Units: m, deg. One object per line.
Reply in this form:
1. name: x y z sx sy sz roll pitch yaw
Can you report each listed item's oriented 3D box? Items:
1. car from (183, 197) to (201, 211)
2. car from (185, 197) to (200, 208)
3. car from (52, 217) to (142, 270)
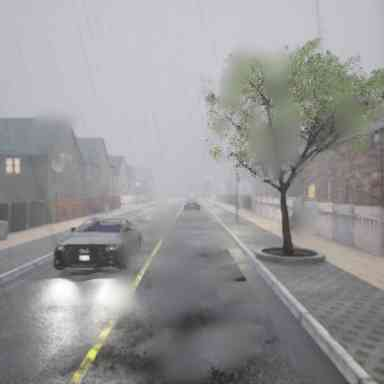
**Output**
1. car: 0.026 1.491 38.768 1.994 1.385 4.181 0 0 0
2. car: 0.031 1.484 48.858 2.033 1.411 5.357 0 0 0
3. car: -2.817 1.523 10.706 1.994 1.385 4.181 0 0 0
